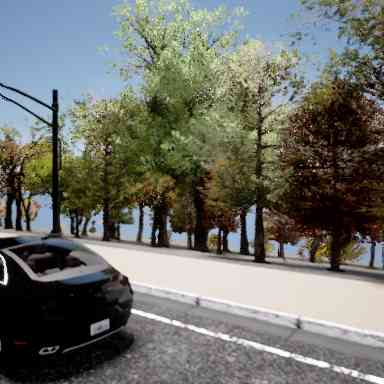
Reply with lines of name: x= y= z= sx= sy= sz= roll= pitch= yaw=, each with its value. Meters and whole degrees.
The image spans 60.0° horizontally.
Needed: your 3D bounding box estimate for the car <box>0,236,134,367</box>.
car: x=-3.136 y=1.545 z=5.890 sx=4.892 sy=1.490 sz=1.837 roll=0 pitch=0 yaw=38
